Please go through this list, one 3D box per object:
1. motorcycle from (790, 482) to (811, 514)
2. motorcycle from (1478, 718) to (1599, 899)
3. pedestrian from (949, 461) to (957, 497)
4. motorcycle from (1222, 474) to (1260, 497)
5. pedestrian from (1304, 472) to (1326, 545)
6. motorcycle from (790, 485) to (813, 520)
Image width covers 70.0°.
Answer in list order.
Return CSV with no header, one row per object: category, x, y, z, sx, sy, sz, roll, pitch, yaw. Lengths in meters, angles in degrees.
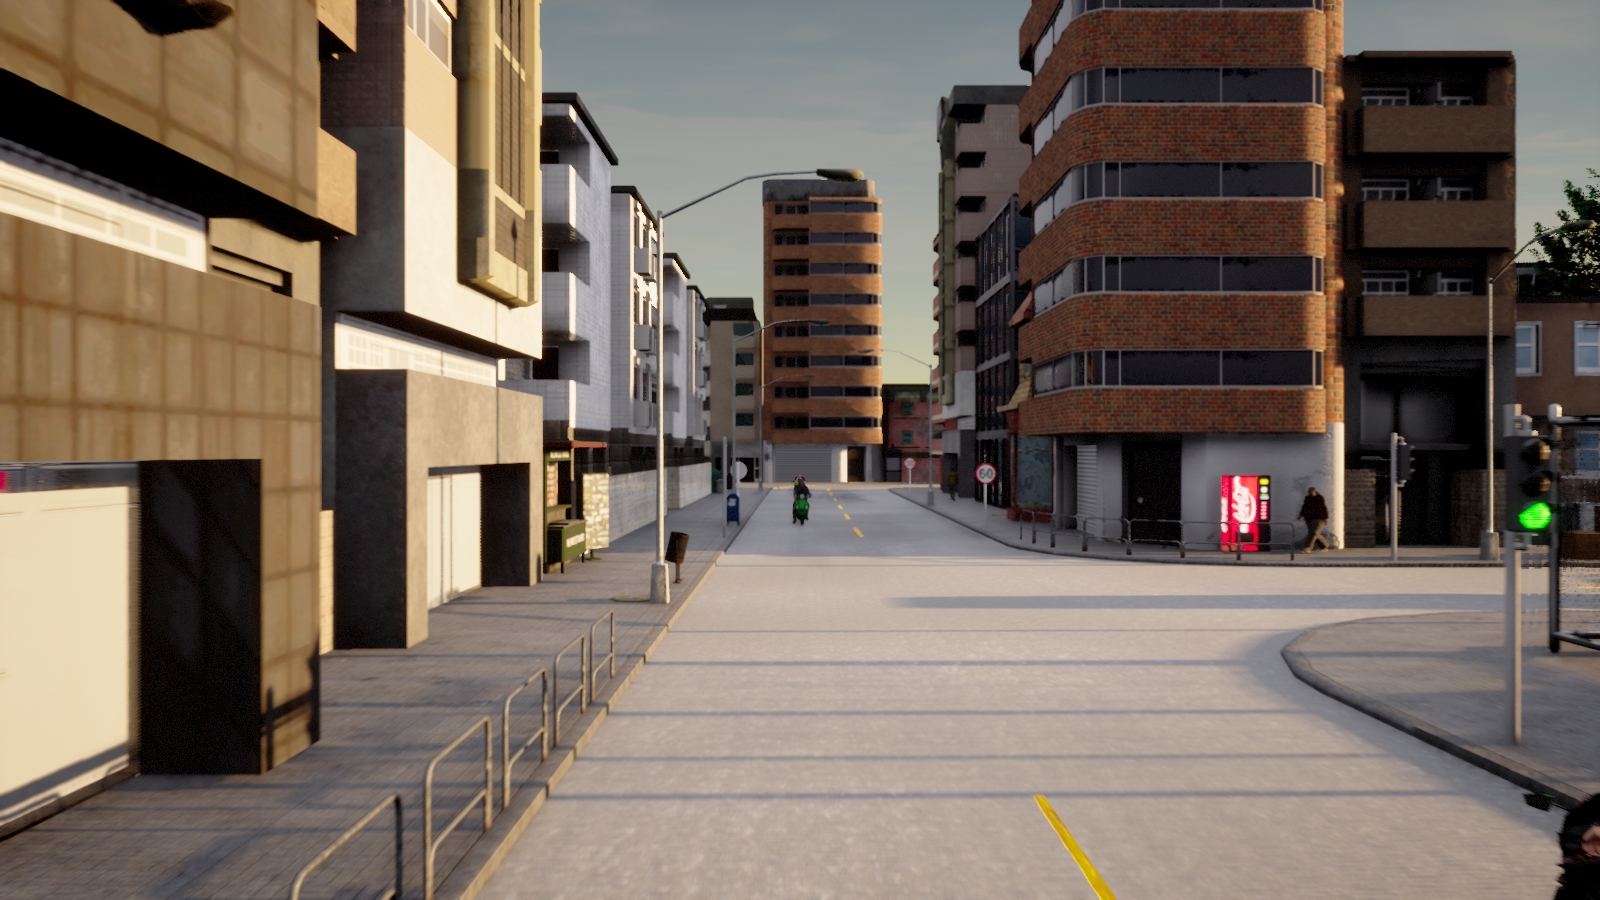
motorcycle,0.023,1.962,47.045,0.856,1.236,1.805,0,0,0
motorcycle,4.018,1.991,5.070,0.803,1.145,2.033,0,-1,0
pedestrian,8.013,1.523,59.784,0.375,1.860,0.375,0,0,3
motorcycle,24.399,1.962,63.237,1.805,1.236,0.856,0,0,2
pedestrian,13.333,1.516,29.588,0.375,1.860,0.375,0,0,-26
motorcycle,0.067,1.962,43.177,0.856,1.236,1.805,0,0,0
